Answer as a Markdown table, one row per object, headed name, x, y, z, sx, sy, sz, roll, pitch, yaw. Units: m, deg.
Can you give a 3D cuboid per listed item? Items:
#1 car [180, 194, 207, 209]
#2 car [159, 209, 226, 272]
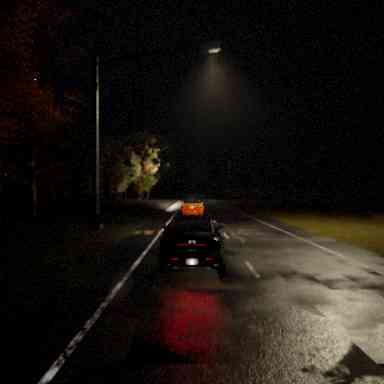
| name | x | y | z | sx | sy | sz | roll | pitch | yaw |
| --- | --- | --- | --- | --- | --- | --- | --- | --- | --- |
| car | 0.006 | 1.350 | 30.713 | 2.097 | 1.767 | 4.553 | 0 | 0 | 0 |
| car | 0.003 | 1.509 | 10.790 | 1.837 | 1.490 | 4.892 | 0 | 0 | 0 |
